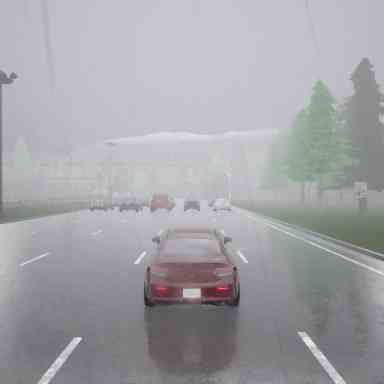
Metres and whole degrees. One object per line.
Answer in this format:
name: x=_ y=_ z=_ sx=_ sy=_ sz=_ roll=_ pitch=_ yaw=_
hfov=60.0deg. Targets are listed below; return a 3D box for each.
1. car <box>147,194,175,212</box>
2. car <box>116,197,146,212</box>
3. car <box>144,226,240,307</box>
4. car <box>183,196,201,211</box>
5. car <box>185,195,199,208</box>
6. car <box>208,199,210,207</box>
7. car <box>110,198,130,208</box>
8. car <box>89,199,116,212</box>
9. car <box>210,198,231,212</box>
car: x=-3.507 y=1.221 z=38.575 sx=2.150 sy=2.045 sz=5.566 roll=0 pitch=0 yaw=0
car: x=-7.008 y=1.352 z=38.664 sx=2.097 sy=1.767 sz=4.553 roll=0 pitch=0 yaw=0
car: x=-0.003 y=1.526 z=7.849 sx=1.812 sy=1.442 sz=4.674 roll=0 pitch=0 yaw=0
car: x=0.005 y=1.505 z=39.991 sx=1.837 sy=1.490 sz=4.892 roll=0 pitch=0 yaw=0
car: x=-0.003 y=1.352 z=50.092 sx=2.097 sy=1.767 sz=4.553 roll=0 pitch=0 yaw=0
car: x=3.488 y=1.564 z=49.344 sx=1.994 sy=1.385 sz=4.181 roll=0 pitch=0 yaw=1
car: x=-10.504 y=1.564 z=48.943 sx=1.994 sy=1.385 sz=4.181 roll=0 pitch=0 yaw=0
car: x=-10.504 y=1.601 z=39.030 sx=1.895 sy=1.301 sz=4.718 roll=0 pitch=0 yaw=0
car: x=3.497 y=1.526 z=39.050 sx=1.812 sy=1.442 sz=4.674 roll=0 pitch=0 yaw=0
